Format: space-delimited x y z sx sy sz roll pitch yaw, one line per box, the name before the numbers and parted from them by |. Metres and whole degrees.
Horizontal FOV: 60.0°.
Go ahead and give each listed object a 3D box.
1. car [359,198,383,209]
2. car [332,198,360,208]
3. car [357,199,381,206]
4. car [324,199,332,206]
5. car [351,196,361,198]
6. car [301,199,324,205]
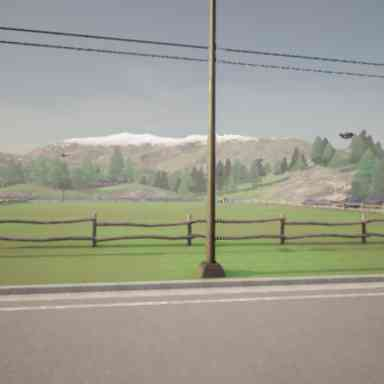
car | 31.653 2.238 60.074 2.033 1.411 5.357 1 0 -8
car | 28.038 2.229 60.698 1.994 1.385 4.181 1 0 -8
car | 40.026 2.352 75.482 2.033 1.411 5.357 1 0 -8
car | 29.634 2.261 73.981 2.033 1.411 5.357 1 0 -8
car | 36.560 2.005 75.013 2.150 2.045 5.566 1 0 -8
car | 26.170 2.228 73.480 2.033 1.411 5.357 1 0 -8
